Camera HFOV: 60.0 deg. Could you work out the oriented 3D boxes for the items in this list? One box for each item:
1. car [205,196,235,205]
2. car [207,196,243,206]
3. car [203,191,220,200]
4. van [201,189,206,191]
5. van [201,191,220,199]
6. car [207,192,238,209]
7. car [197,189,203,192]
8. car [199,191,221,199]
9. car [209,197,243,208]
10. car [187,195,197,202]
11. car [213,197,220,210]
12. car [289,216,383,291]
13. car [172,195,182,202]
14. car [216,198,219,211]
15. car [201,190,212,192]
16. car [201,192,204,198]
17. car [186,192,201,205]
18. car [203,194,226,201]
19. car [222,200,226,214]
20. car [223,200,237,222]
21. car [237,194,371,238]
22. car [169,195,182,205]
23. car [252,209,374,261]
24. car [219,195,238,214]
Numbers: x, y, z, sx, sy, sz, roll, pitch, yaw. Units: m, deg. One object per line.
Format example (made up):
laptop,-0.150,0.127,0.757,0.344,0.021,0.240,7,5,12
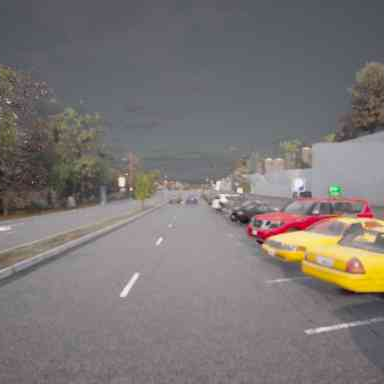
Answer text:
car,5.021,1.419,58.947,4.792,1.488,2.163,1,1,-20
car,5.221,1.456,53.023,5.366,1.575,1.946,1,0,-20
car,5.029,1.264,46.929,5.566,2.045,2.435,1,1,-20
van,5.150,0.918,79.974,4.442,1.987,1.878,1,0,-20
van,4.930,0.810,88.835,4.442,1.987,1.878,1,1,-20
car,5.084,1.310,37.948,5.566,2.045,2.435,1,0,-20
car,5.015,0.821,85.882,5.566,2.045,2.435,1,1,-20
car,5.064,0.750,91.878,5.566,2.045,2.435,1,1,-20
car,5.055,1.526,49.951,4.674,1.452,2.002,1,1,-20
car,-0.027,1.324,67.529,1.994,1.385,4.181,0,1,0
car,5.082,1.596,34.950,4.792,1.488,2.163,1,0,-20
car,5.240,1.494,7.987,5.366,1.575,1.946,1,0,-20
car,-3.027,1.273,68.725,1.994,1.385,4.181,0,1,0
car,5.060,1.611,31.925,4.674,1.452,2.002,1,0,-20
car,5.012,1.052,76.941,4.553,1.767,2.185,1,0,-20
car,5.017,1.277,70.952,4.792,1.488,2.163,1,1,-20
car,-0.023,1.270,57.424,2.097,1.767,4.553,0,1,0
car,5.037,1.253,73.970,4.674,1.452,2.002,1,0,-20
car,5.062,1.597,25.925,4.674,1.452,2.002,1,0,-20
car,5.054,1.546,22.925,5.008,1.535,2.097,1,-1,-20
car,5.044,1.259,13.906,5.566,2.045,2.435,1,0,-20
car,-3.023,1.428,58.687,1.812,1.442,4.674,0,1,0
car,4.891,1.494,10.853,5.366,1.575,1.946,1,0,-20
car,5.091,1.438,28.936,4.553,1.767,2.185,1,0,-20
